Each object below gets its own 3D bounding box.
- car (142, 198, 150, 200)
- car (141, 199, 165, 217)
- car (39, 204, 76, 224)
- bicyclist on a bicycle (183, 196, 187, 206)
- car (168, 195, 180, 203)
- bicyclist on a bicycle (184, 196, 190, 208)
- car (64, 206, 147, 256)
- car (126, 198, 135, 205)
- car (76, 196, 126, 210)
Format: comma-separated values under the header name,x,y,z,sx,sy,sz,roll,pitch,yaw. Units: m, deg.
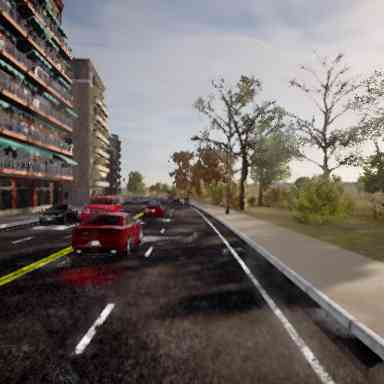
name,x,y,z,sx,sy,sz,roll,pitch,yaw
car,-9.213,1.849,67.146,2.033,1.411,5.357,0,0,-5
car,-3.706,1.722,33.158,1.994,1.385,4.181,0,0,-2
car,-10.149,1.651,25.776,1.812,1.442,4.674,0,0,-2
bicyclist on a bicycle,-1.227,1.644,60.282,0.659,1.776,1.843,0,0,-5
car,-3.941,1.894,79.968,2.033,1.411,5.357,0,0,-6
bicyclist on a bicycle,-0.567,1.688,51.045,0.582,1.620,1.656,0,-1,-4
car,-3.208,1.543,13.415,1.882,1.535,5.008,0,0,-1
car,-12.448,1.851,66.831,2.033,1.411,5.357,0,0,-5
car,-6.904,1.347,25.908,2.150,2.045,5.566,0,0,-2
